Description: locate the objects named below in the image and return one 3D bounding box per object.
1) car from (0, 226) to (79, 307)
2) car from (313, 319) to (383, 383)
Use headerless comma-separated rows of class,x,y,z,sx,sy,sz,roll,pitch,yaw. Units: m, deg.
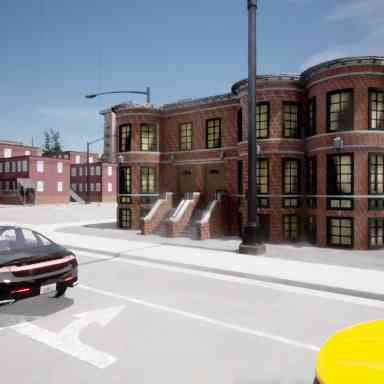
car,-4.540,1.492,7.241,4.902,1.511,2.128,0,0,34
car,3.228,1.478,1.692,5.008,1.535,1.882,0,0,36
